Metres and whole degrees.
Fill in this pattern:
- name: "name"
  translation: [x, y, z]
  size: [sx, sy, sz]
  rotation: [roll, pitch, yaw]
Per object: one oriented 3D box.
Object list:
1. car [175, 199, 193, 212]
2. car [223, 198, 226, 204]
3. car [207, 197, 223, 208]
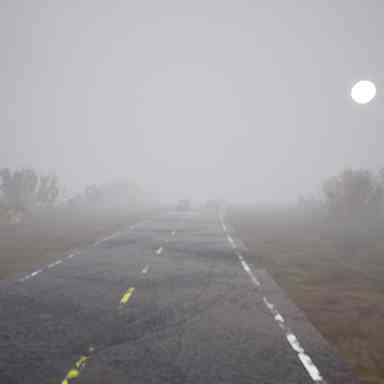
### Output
- name: "car"
  translation: [-0.949, 1.638, 41.294]
  size: [1.837, 1.490, 4.892]
  rotation: [0, 0, 6]
- name: "car"
  translation: [5.899, 1.795, 68.747]
  size: [1.994, 1.385, 4.181]
  rotation: [0, 0, 9]
- name: "car"
  translation: [3.391, 1.734, 51.416]
  size: [1.994, 1.385, 4.181]
  rotation: [0, 0, 7]
